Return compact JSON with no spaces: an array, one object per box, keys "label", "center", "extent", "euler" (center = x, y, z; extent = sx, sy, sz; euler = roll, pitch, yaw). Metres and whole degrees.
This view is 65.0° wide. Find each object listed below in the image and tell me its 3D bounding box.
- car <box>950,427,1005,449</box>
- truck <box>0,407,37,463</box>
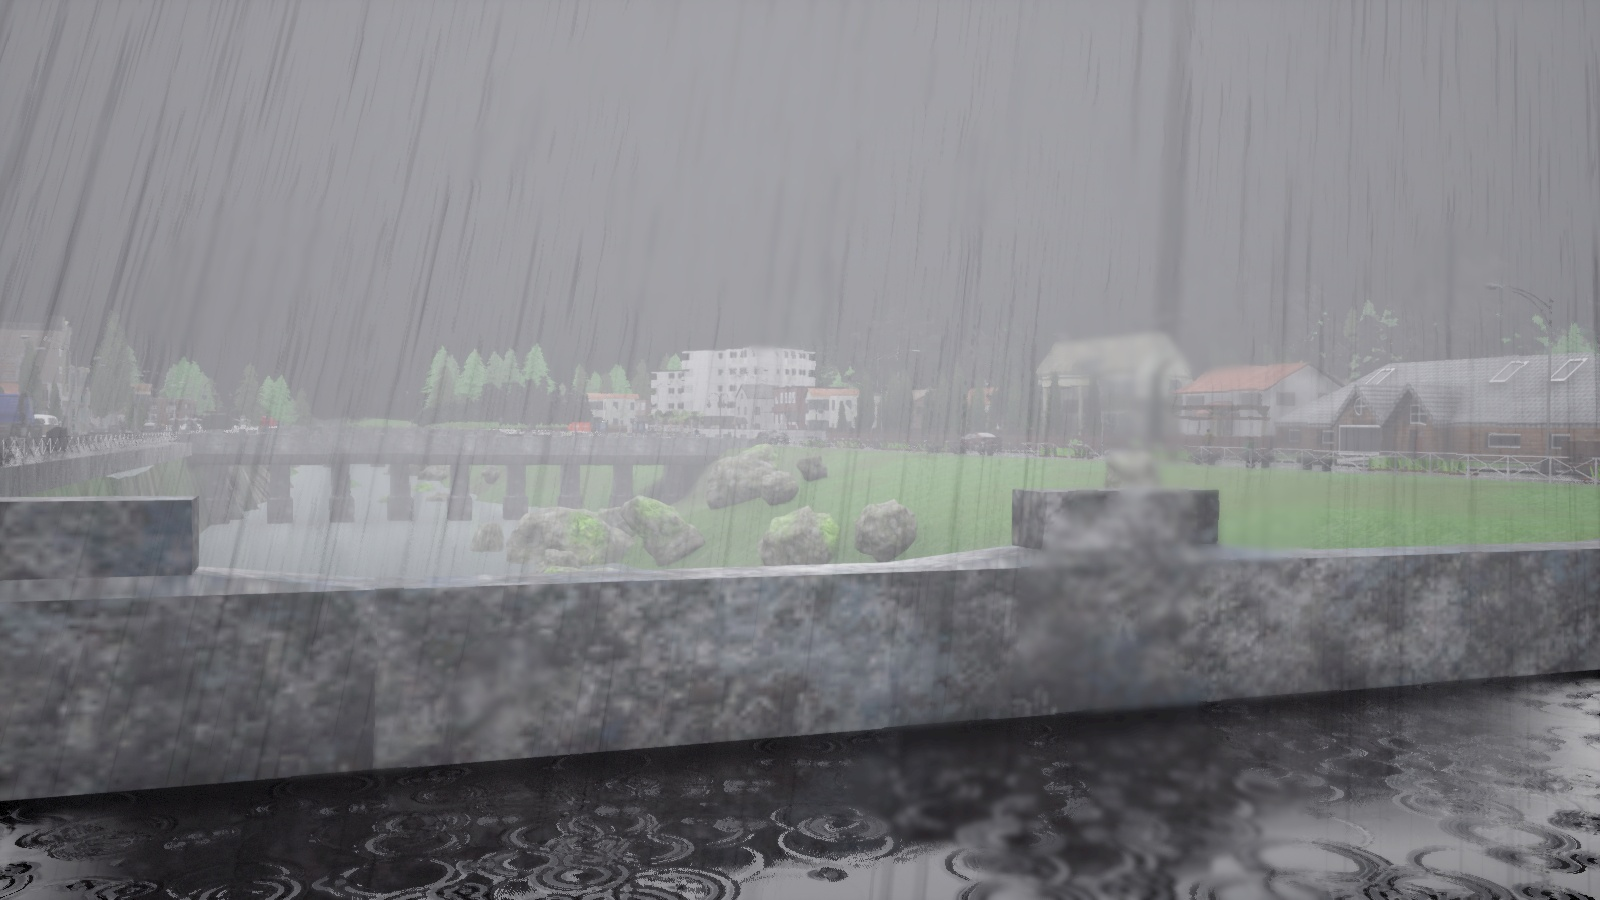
[{"label":"car","center":[13.372,-0.913,94.918],"extent":[1.882,1.535,5.008],"euler":[-1,1,-21]},{"label":"truck","center":[-51.341,-0.936,80.303],"extent":[2.891,3.462,7.936],"euler":[-1,1,-21]}]
